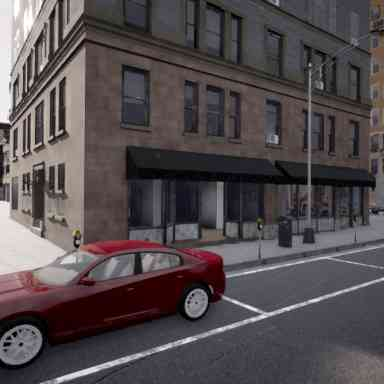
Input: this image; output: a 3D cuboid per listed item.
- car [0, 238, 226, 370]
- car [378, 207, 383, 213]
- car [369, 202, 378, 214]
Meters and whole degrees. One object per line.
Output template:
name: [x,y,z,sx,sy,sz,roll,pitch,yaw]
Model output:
car: [-1.454,1.545,5.714,4.507,1.381,1.887,0,1,-35]
car: [16.448,1.377,33.271,1.837,1.490,4.892,1,0,-35]
car: [14.190,1.370,30.842,1.812,1.442,4.674,1,0,-33]
